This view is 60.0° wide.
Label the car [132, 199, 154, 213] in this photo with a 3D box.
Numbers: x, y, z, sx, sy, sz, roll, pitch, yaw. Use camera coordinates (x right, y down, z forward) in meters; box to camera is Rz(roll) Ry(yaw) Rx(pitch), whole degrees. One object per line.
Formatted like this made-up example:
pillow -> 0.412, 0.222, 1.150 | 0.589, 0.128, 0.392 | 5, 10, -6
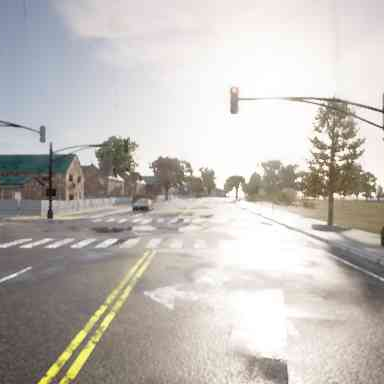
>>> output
car -> -5.656, 1.562, 38.763 | 1.882, 1.535, 5.008 | 0, 0, 2
